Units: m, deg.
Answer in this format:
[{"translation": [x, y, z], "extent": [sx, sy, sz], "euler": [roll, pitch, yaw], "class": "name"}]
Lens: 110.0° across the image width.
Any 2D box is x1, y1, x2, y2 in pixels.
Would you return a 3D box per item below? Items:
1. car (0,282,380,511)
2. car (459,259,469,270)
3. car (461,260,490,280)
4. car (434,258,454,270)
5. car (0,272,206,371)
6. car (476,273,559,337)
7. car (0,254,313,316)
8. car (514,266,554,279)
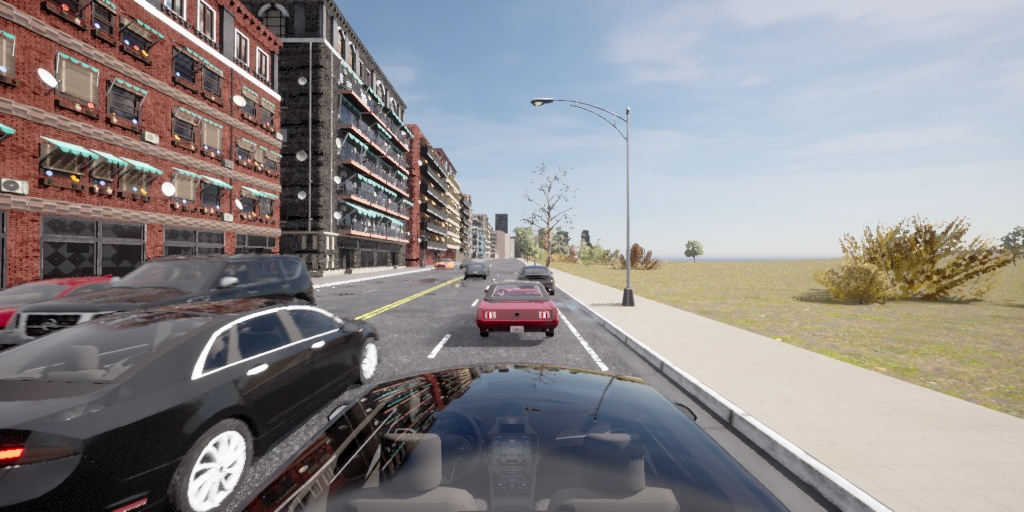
[{"translation": [-3.143, 1.254, 4.152], "extent": [1.837, 1.490, 4.892], "euler": [0, 0, 0], "class": "car"}, {"translation": [-6.382, 1.255, 51.222], "extent": [1.837, 1.490, 4.892], "euler": [0, 0, 0], "class": "car"}, {"translation": [-3.020, 1.316, 31.741], "extent": [1.994, 1.385, 4.181], "euler": [0, 0, 0], "class": "car"}, {"translation": [-9.632, 1.103, 51.092], "extent": [2.097, 1.767, 4.553], "euler": [0, 0, 0], "class": "car"}, {"translation": [-9.825, 1.228, 7.910], "extent": [1.882, 1.535, 5.008], "euler": [0, 0, 0], "class": "car"}, {"translation": [0.135, 1.352, 10.246], "extent": [1.895, 1.301, 4.718], "euler": [0, 0, 0], "class": "car"}, {"translation": [-6.578, 0.972, 7.765], "extent": [2.150, 2.045, 5.566], "euler": [0, 0, 0], "class": "car"}, {"translation": [1.213, 1.257, 19.446], "extent": [1.837, 1.490, 4.892], "euler": [0, 0, 0], "class": "car"}]
